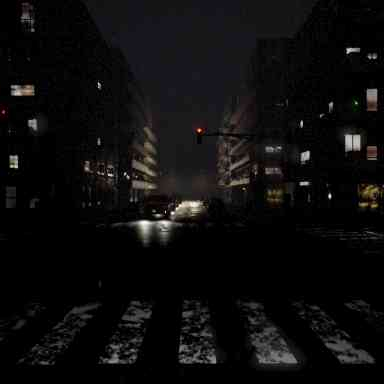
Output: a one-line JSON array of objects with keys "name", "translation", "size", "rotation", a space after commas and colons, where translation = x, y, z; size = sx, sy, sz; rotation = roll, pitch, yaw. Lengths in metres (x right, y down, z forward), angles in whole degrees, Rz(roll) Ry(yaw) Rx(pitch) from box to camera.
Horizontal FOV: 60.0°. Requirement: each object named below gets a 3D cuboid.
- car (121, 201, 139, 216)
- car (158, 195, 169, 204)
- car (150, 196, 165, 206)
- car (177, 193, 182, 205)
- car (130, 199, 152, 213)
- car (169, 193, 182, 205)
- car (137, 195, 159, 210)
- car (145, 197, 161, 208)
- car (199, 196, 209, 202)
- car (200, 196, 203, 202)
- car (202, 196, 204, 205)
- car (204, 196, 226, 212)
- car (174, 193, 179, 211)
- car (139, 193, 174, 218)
[{"name": "car", "translation": [-5.665, 1.573, 32.232], "size": [1.947, 1.339, 4.313], "rotation": [0, 0, 0]}, {"name": "car", "translation": [-5.638, 1.466, 66.327], "size": [1.967, 1.590, 4.097], "rotation": [0, 0, 0]}, {"name": "car", "translation": [-5.647, 1.458, 54.962], "size": [1.967, 1.590, 4.097], "rotation": [0, 0, 0]}, {"name": "car", "translation": [-3.049, 1.367, 50.016], "size": [2.097, 1.767, 4.553], "rotation": [0, 0, 0]}, {"name": "car", "translation": [-5.660, 1.534, 37.745], "size": [1.752, 1.417, 4.829], "rotation": [0, 0, 0]}, {"name": "car", "translation": [-2.984, 1.245, 61.505], "size": [2.150, 2.045, 5.566], "rotation": [0, 0, 1]}, {"name": "car", "translation": [-5.656, 1.326, 43.597], "size": [2.192, 1.841, 5.009], "rotation": [0, 0, 0]}, {"name": "car", "translation": [-5.652, 1.540, 49.109], "size": [1.752, 1.417, 4.829], "rotation": [0, 0, 0]}, {"name": "car", "translation": [2.751, 1.586, 77.687], "size": [2.008, 1.369, 4.403], "rotation": [0, 0, 0]}, {"name": "car", "translation": [2.734, 1.600, 54.957], "size": [1.802, 1.307, 4.206], "rotation": [0, 0, 0]}, {"name": "car", "translation": [2.724, 1.452, 43.592], "size": [1.967, 1.590, 4.097], "rotation": [0, 0, 0]}, {"name": "car", "translation": [2.720, 1.449, 37.910], "size": [1.967, 1.590, 4.097], "rotation": [0, 0, 0]}, {"name": "car", "translation": [-3.065, 1.362, 40.117], "size": [2.097, 1.767, 4.553], "rotation": [0, 0, 0]}, {"name": "car", "translation": [-3.094, 1.228, 30.205], "size": [2.150, 2.045, 5.566], "rotation": [0, 0, 1]}]
